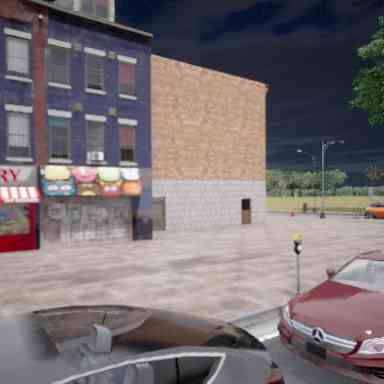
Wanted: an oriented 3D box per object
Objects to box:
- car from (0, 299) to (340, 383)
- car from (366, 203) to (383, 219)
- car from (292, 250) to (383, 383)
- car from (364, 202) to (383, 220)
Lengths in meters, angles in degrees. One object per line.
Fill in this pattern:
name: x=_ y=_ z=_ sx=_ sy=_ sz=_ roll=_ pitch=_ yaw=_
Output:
car: x=-1.287 y=1.566 z=1.903 sx=4.313 sy=1.339 sz=1.947 roll=0 pitch=-1 yaw=-35
car: x=19.635 y=1.802 z=31.856 sx=1.837 sy=1.490 sz=4.892 roll=0 pitch=-1 yaw=-34
car: x=3.138 y=1.591 z=5.057 sx=4.206 sy=1.307 sz=1.802 roll=0 pitch=-1 yaw=-35
car: x=17.860 y=1.662 z=29.418 sx=2.097 sy=1.767 sz=4.553 roll=-1 pitch=-1 yaw=-35
